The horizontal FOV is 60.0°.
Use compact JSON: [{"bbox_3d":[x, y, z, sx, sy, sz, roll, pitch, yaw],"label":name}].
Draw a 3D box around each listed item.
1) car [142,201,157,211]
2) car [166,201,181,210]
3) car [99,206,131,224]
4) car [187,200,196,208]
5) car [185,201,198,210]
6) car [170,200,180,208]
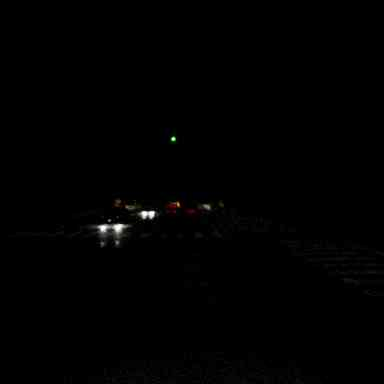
[{"bbox_3d":[-6.634,2.225,51.961,2.128,1.511,4.902,0,-1,0],"label":"car"},{"bbox_3d":[-3.352,2.413,56.880,1.895,1.301,4.718,0,-1,0],"label":"car"},{"bbox_3d":[-6.640,1.953,29.380,2.033,1.411,5.357,0,-1,0],"label":"car"},{"bbox_3d":[-0.126,2.457,66.862,1.882,1.535,5.008,0,-1,0],"label":"car"},{"bbox_3d":[-0.101,2.312,56.442,1.837,1.490,4.892,0,-1,0],"label":"car"},{"bbox_3d":[-3.376,2.454,66.855,1.882,1.535,5.008,0,-1,0],"label":"car"}]
